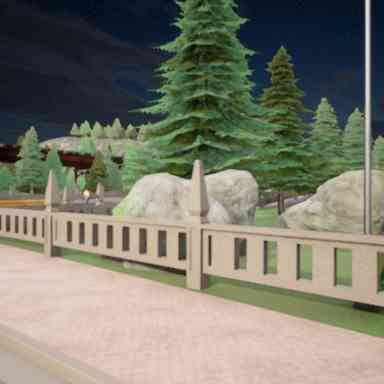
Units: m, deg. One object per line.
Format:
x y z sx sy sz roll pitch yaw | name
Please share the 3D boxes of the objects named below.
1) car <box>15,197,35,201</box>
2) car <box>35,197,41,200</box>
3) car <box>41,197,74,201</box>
-23.936 1.493 48.536 2.128 1.511 4.902 0 0 36 | car
-19.638 1.493 48.502 2.128 1.511 4.902 0 0 36 | car
-17.560 1.603 45.412 1.895 1.301 4.718 0 0 36 | car
